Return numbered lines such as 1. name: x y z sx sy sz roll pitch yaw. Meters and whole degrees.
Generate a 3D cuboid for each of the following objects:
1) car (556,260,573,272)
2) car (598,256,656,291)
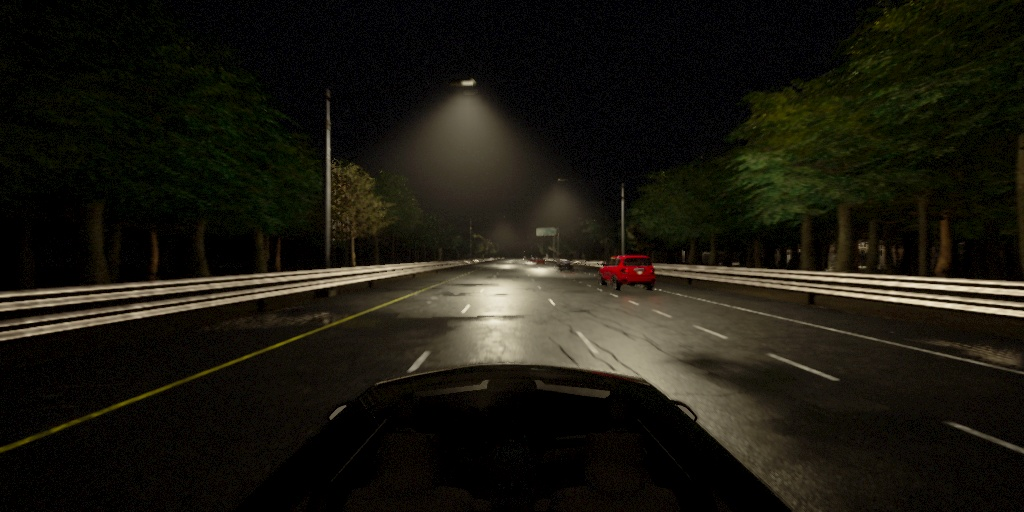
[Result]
1. car: 7.072 1.319 48.350 2.128 1.511 4.902 0 0 0
2. car: 7.002 1.004 22.317 2.150 2.045 5.566 0 0 0
